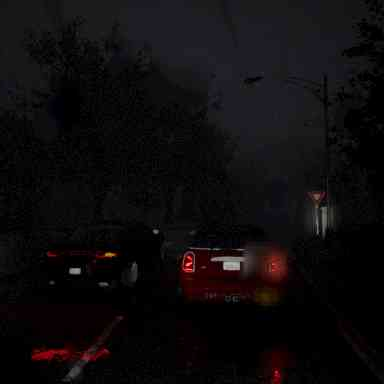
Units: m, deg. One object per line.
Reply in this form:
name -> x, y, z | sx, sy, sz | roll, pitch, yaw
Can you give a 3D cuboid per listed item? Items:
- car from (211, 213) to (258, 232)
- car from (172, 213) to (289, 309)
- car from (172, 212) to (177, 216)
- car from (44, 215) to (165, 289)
car -> 3.435, 2.330, 25.991 | 1.895, 1.301, 4.718 | -2, -4, 31
car -> 0.978, 1.355, 8.103 | 2.097, 1.767, 4.553 | -1, 0, 7
car -> -3.039, 4.572, 63.362 | 4.892, 1.490, 1.837 | -1, -5, 17
car -> -2.098, 1.511, 9.392 | 1.882, 1.535, 5.008 | -1, 0, 8
